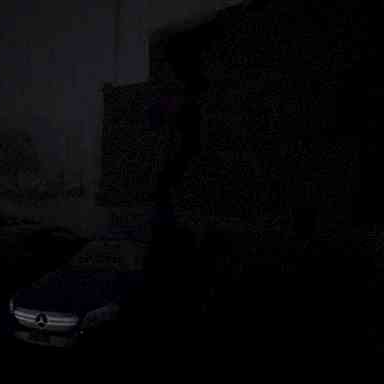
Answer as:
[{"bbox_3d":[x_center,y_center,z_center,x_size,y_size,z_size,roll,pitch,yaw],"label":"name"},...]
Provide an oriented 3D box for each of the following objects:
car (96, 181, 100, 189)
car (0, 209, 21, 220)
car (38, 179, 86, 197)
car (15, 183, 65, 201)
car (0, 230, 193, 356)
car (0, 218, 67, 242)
[{"bbox_3d":[-10.886,-1.060,46.171,4.892,1.521,2.231,1,6,8],"label":"car"},{"bbox_3d":[-6.229,1.454,9.722,2.231,1.521,4.892,1,0,14],"label":"car"},{"bbox_3d":[-15.107,-0.448,38.181,5.566,2.045,2.435,1,6,8],"label":"car"},{"bbox_3d":[-16.544,0.130,35.557,4.674,1.452,2.002,1,6,8],"label":"car"},{"bbox_3d":[-1.255,1.508,6.291,2.002,1.452,4.674,1,0,15],"label":"car"},{"bbox_3d":[-3.745,1.500,8.008,2.002,1.452,4.674,0,-1,14],"label":"car"}]
